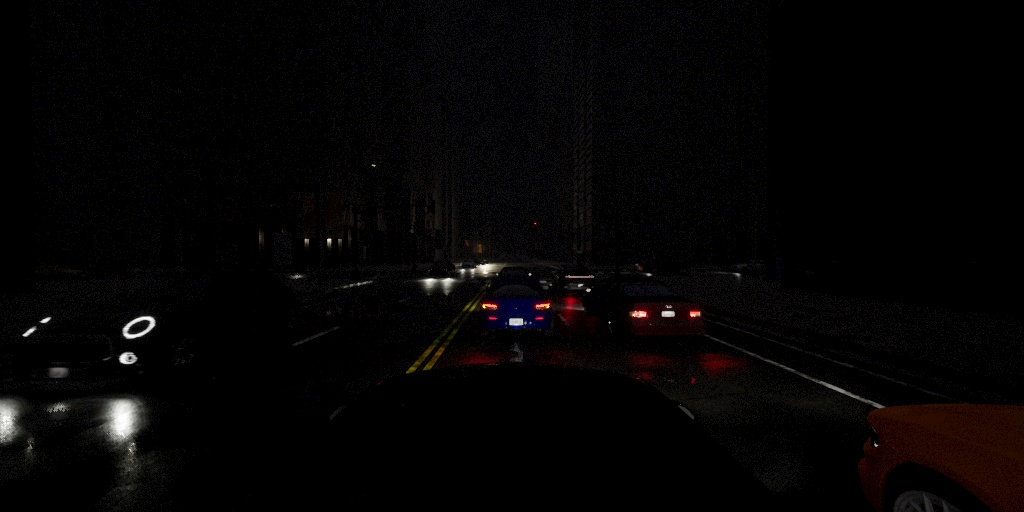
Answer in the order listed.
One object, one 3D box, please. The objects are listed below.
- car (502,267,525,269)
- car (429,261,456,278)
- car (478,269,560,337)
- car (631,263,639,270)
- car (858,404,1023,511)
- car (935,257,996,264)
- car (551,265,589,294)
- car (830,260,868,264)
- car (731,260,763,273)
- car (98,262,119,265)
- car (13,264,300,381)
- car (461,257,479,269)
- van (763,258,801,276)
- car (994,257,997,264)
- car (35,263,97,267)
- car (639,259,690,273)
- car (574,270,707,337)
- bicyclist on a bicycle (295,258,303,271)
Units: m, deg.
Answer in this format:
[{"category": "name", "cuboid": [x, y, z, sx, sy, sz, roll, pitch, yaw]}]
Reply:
[{"category": "car", "cuboid": [0.088, 1.286, 19.706, 2.033, 1.411, 5.357, 0, 0, 0]}, {"category": "car", "cuboid": [-6.604, 1.204, 34.317, 1.882, 1.535, 5.008, 0, 0, 0]}, {"category": "car", "cuboid": [0.089, 1.272, 10.132, 1.812, 1.442, 4.674, 0, 0, 0]}, {"category": "car", "cuboid": [16.673, 1.071, 43.843, 4.097, 1.591, 1.967, 0, 0, 0]}, {"category": "car", "cuboid": [3.349, 1.228, 0.407, 1.882, 1.535, 5.008, 0, 0, 0]}, {"category": "car", "cuboid": [43.832, 1.169, 35.172, 4.097, 1.591, 1.967, 0, 0, 0]}, {"category": "car", "cuboid": [3.340, 1.230, 19.979, 2.128, 1.511, 4.902, 0, 0, 0]}, {"category": "car", "cuboid": [32.952, 1.321, 35.230, 4.207, 1.307, 1.802, 0, 0, 0]}, {"category": "car", "cuboid": [27.643, 1.184, 41.095, 4.674, 1.442, 1.812, 0, 1, 0]}, {"category": "car", "cuboid": [-46.436, 1.364, 40.693, 4.507, 1.381, 1.888, 0, 0, 0]}, {"category": "car", "cuboid": [-6.601, 1.099, 7.462, 2.097, 1.767, 4.553, 0, 0, 0]}, {"category": "car", "cuboid": [-6.602, 1.240, 54.838, 1.812, 1.442, 4.674, 0, 0, 0]}, {"category": "van", "cuboid": [27.511, 1.086, 35.260, 3.998, 1.789, 1.690, 0, 0, 0]}, {"category": "car", "cuboid": [49.273, 1.046, 35.142, 5.009, 1.841, 2.192, 0, 0, 0]}, {"category": "car", "cuboid": [-40.840, 1.451, 32.173, 4.829, 1.417, 1.751, 0, 0, 0]}, {"category": "car", "cuboid": [17.704, 1.148, 41.164, 5.008, 1.535, 1.882, 0, 1, 0]}, {"category": "car", "cuboid": [3.347, 1.294, 10.232, 2.033, 1.411, 5.357, 0, 0, 0]}, {"category": "bicyclist on a bicycle", "cuboid": [-25.897, 1.003, 43.563, 0.582, 1.620, 1.656, 0, 1, 0]}]
